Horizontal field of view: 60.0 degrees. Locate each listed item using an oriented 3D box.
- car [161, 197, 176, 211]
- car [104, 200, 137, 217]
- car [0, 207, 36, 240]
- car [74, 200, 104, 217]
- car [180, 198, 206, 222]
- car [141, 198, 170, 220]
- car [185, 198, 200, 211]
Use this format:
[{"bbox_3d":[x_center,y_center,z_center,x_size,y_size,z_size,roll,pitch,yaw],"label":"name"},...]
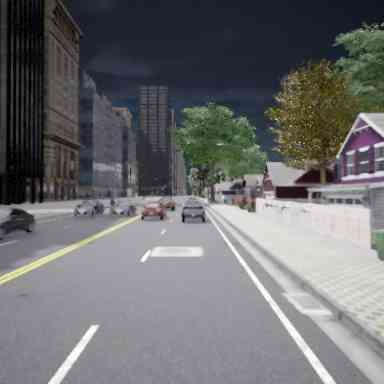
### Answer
[{"bbox_3d":[-3.193,1.400,42.441,2.097,1.767,4.553,0,0,1],"label":"car"},{"bbox_3d":[-6.492,1.546,31.815,2.128,1.511,4.902,0,0,0],"label":"car"},{"bbox_3d":[-9.746,1.541,17.120,1.812,1.442,4.674,0,0,0],"label":"car"},{"bbox_3d":[-9.742,1.546,31.816,2.128,1.511,4.902,0,0,0],"label":"car"},{"bbox_3d":[0.108,1.515,26.688,2.128,1.511,4.902,0,0,0],"label":"car"},{"bbox_3d":[-3.233,1.552,28.756,1.812,1.442,4.674,0,0,0],"label":"car"},{"bbox_3d":[0.058,1.556,43.041,1.837,1.490,4.892,0,0,1],"label":"car"}]
